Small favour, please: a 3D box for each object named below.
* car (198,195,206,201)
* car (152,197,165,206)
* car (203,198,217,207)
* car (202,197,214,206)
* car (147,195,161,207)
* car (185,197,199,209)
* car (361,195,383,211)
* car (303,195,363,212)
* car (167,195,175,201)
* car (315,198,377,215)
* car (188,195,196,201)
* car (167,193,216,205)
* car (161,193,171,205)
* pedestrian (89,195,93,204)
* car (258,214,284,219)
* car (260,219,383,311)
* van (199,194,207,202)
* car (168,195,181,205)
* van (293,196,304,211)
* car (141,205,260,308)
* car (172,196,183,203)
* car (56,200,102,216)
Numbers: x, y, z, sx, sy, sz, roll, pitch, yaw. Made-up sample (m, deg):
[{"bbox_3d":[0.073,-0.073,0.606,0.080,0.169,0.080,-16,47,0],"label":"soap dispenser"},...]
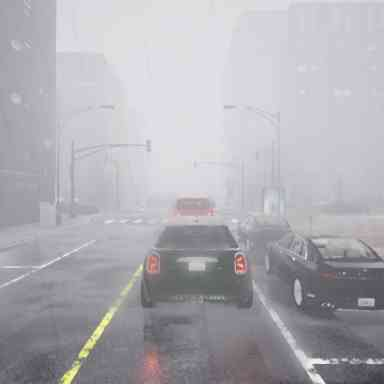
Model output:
[{"bbox_3d":[2.673,1.558,90.329,1.887,1.381,4.507,1,0,0],"label":"car"},{"bbox_3d":[-5.697,1.551,56.940,1.887,1.381,4.507,1,0,0],"label":"car"},{"bbox_3d":[2.685,1.571,51.332,1.947,1.339,4.313,1,0,0],"label":"car"},{"bbox_3d":[2.683,1.588,56.903,1.802,1.307,4.206,1,0,0],"label":"car"},{"bbox_3d":[-5.691,1.320,51.369,2.192,1.841,5.009,1,0,0],"label":"car"},{"bbox_3d":[0.034,1.507,47.697,1.837,1.490,4.892,1,0,1],"label":"car"},{"bbox_3d":[19.279,1.218,38.117,5.009,1.841,2.192,0,0,0],"label":"car"},{"bbox_3d":[14.977,1.376,35.553,5.008,1.535,1.882,0,-1,2],"label":"car"},{"bbox_3d":[-5.708,1.579,90.366,1.947,1.339,4.313,1,0,0],"label":"car"},{"bbox_3d":[13.694,1.405,29.774,4.206,1.307,1.802,0,0,0],"label":"car"},{"bbox_3d":[-0.026,1.536,84.259,1.812,1.442,4.674,0,0,0],"label":"car"},{"bbox_3d":[0.082,1.223,17.536,2.150,2.045,5.566,0,0,0],"label":"car"},{"bbox_3d":[-3.136,1.227,51.021,2.150,2.045,5.566,0,0,0],"label":"car"},{"bbox_3d":[-12.541,1.337,41.292,0.375,1.860,0.375,0,0,0],"label":"pedestrian"},{"bbox_3d":[2.826,1.551,13.139,2.008,1.369,4.403,1,0,0],"label":"car"},{"bbox_3d":[2.828,1.551,7.569,2.008,1.369,4.403,1,0,0],"label":"car"},{"bbox_3d":[2.679,1.352,79.188,1.690,1.788,3.998,1,0,0],"label":"van"},{"bbox_3d":[-3.087,1.359,60.590,2.097,1.767,4.553,0,0,0],"label":"car"},{"bbox_3d":[13.752,1.286,38.155,3.998,1.788,1.690,0,0,0],"label":"van"},{"bbox_3d":[0.098,1.352,8.066,2.097,1.767,4.553,0,0,0],"label":"car"},{"bbox_3d":[-3.022,1.534,70.661,2.128,1.511,4.902,0,0,0],"label":"car"},{"bbox_3d":[-11.128,1.541,32.062,4.902,1.511,2.128,-1,-1,7],"label":"car"}]
